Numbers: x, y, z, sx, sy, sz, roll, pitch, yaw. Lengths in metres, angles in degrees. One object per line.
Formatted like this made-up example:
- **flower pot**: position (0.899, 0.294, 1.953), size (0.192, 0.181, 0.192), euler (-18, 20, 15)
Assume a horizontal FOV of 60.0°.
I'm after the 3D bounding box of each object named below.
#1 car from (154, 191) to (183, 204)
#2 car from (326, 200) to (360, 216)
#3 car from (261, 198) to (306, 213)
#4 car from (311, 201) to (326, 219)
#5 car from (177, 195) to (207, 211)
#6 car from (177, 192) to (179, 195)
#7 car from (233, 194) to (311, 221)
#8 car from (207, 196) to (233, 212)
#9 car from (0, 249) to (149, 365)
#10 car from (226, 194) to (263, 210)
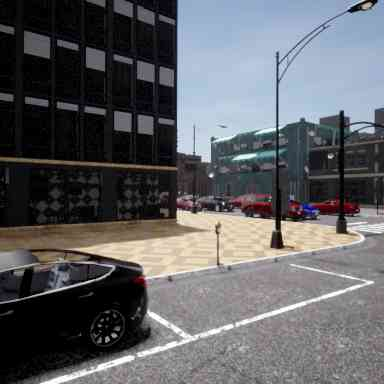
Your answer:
- **car**: position (-3.806, 0.794, 52.103), size (2.192, 1.841, 5.009), euler (1, 0, -36)
- **car**: position (12.595, 1.371, 29.747), size (1.887, 1.381, 4.507), euler (1, 0, -36)
- **car**: position (9.314, 1.340, 34.218), size (1.802, 1.307, 4.206), euler (1, 0, -36)
- **car**: position (7.808, 1.322, 26.464), size (1.812, 1.442, 4.674), euler (0, 1, -38)
- **car**: position (-0.724, 1.231, 33.732), size (1.802, 1.307, 4.206), euler (1, 0, -36)
- **car**: position (-0.530, 1.101, 47.632), size (2.008, 1.369, 4.403), euler (1, 0, -36)
- **car**: position (5.845, 1.101, 24.789), size (2.192, 1.841, 5.009), euler (1, 0, -36)
- **car**: position (2.310, 1.186, 33.962), size (1.837, 1.490, 4.892), euler (0, 1, -36)
- **car**: position (-2.688, 1.566, 4.636), size (4.313, 1.339, 1.947), euler (0, 0, -35)
- **car**: position (6.034, 1.130, 38.690), size (1.967, 1.590, 4.097), euler (1, 0, -36)
